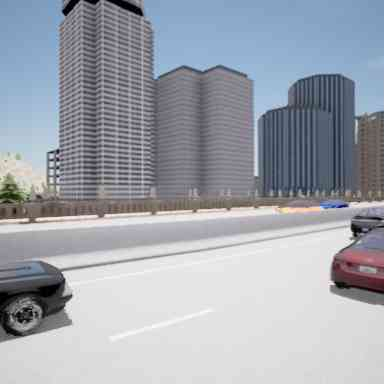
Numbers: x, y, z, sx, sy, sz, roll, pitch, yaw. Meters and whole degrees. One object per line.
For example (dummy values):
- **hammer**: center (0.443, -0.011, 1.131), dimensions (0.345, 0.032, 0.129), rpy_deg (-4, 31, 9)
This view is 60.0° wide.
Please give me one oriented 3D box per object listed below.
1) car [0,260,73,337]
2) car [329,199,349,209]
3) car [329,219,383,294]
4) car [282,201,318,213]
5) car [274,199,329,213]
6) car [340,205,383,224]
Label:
- **car**: center (-4.385, 1.628, 5.046), dimensions (4.718, 1.301, 1.895), rpy_deg (0, 0, -36)
- **car**: center (15.584, 1.559, 36.668), dimensions (5.008, 1.535, 1.882), rpy_deg (0, 0, -42)
- **car**: center (5.184, 1.580, 8.181), dimensions (4.181, 1.385, 1.994), rpy_deg (0, 0, -40)
- **car**: center (12.540, 1.696, 38.629), dimensions (4.718, 1.301, 1.895), rpy_deg (0, 0, -42)
- **car**: center (8.073, 1.414, 25.052), dimensions (4.553, 1.767, 2.097), rpy_deg (0, 0, -42)
- **car**: center (9.795, 1.524, 16.916), dimensions (4.902, 1.511, 2.128), rpy_deg (0, 0, -42)
